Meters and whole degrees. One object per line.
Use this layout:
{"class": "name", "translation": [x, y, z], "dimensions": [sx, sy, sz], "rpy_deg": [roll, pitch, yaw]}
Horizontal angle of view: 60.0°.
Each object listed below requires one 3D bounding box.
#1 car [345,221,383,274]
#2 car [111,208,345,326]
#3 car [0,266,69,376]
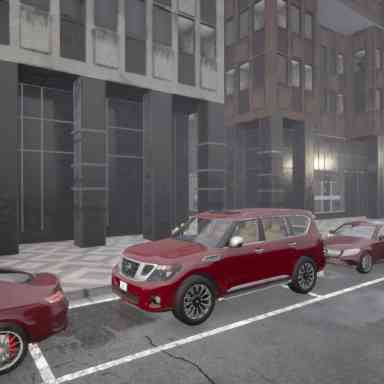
{"class": "car", "translation": [5.420, 1.581, 10.496], "dimensions": [4.206, 1.307, 1.802], "rpy_deg": [0, 0, -35]}
{"class": "car", "translation": [0.853, 1.315, 7.252], "dimensions": [5.009, 1.841, 2.192], "rpy_deg": [0, 0, -35]}
{"class": "car", "translation": [-3.714, 1.582, 4.006], "dimensions": [4.206, 1.307, 1.802], "rpy_deg": [0, 0, -35]}
